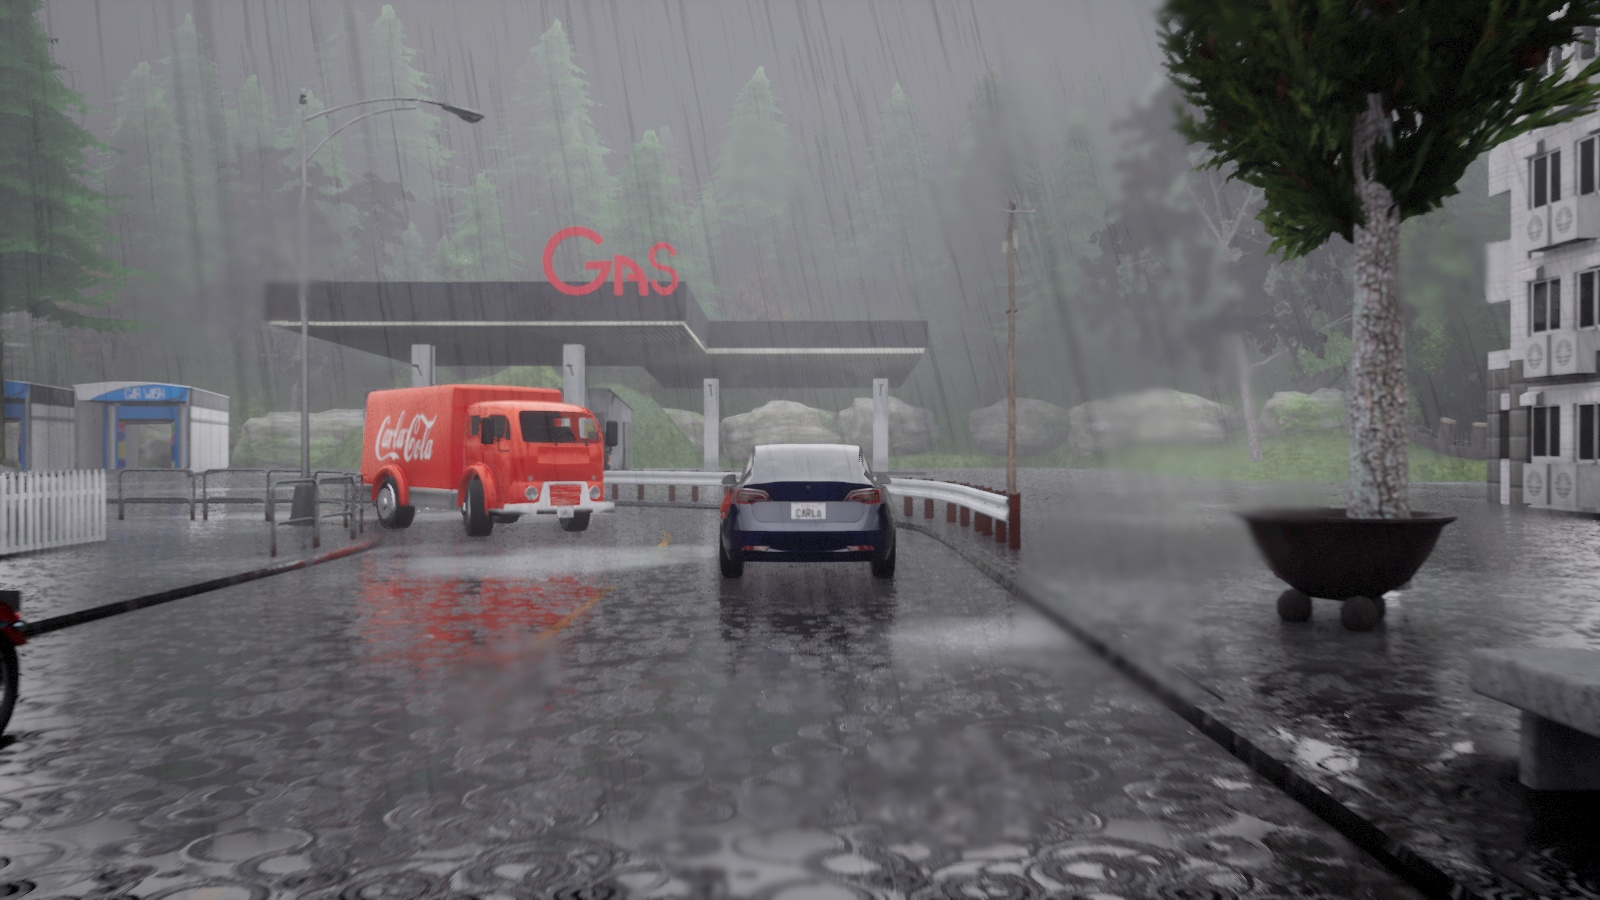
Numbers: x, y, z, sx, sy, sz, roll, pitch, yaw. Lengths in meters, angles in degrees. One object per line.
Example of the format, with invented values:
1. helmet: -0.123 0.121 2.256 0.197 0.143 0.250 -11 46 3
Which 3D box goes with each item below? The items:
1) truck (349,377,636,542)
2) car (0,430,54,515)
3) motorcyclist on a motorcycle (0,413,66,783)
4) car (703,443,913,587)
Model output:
1. truck: -5.414 0.133 21.585 2.627 2.467 5.204 1 0 -42
2. car: -18.033 0.433 25.339 4.611 1.667 2.242 0 0 0
3. motorcyclist on a motorcycle: -3.955 0.666 4.914 0.766 1.649 2.350 0 0 0
4. car: 0.080 0.660 15.357 2.163 1.488 4.792 0 0 0
